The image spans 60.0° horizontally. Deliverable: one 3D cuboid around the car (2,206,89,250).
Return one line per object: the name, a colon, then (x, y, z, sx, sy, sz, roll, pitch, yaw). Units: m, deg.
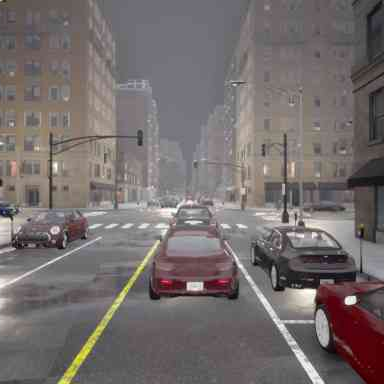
car: (-5.880, 1.445, 14.209, 1.967, 1.590, 4.097, 0, 0, 0)

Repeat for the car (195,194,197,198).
car: (2.240, 1.399, 69.186, 2.192, 1.841, 5.009, 0, 0, -1)

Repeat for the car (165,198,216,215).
car: (0.066, 1.358, 15.581, 2.097, 1.767, 4.553, 0, 0, 0)

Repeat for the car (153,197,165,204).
car: (-6.222, 1.613, 63.586, 1.887, 1.381, 4.507, 0, 0, -1)

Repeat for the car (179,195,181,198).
car: (-3.375, 1.618, 56.939, 1.994, 1.385, 4.181, 0, 0, -1)

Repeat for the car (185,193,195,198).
car: (-0.550, 1.342, 79.392, 2.150, 2.045, 5.566, 0, 0, -1)

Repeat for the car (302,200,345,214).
car: (14.634, 1.648, 37.153, 4.674, 1.442, 1.812, 0, 0, 1)

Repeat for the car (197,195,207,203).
car: (2.176, 1.541, 74.694, 1.967, 1.590, 4.097, 0, 0, -1)

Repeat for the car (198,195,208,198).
car: (2.431, 1.590, 52.666, 1.887, 1.381, 4.507, 0, 0, -1)

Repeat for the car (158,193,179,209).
car: (-3.119, 1.385, 44.976, 2.097, 1.767, 4.553, 0, 0, -2)

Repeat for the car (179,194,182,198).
car: (-3.432, 1.604, 67.257, 1.812, 1.442, 4.674, 0, 0, 0)

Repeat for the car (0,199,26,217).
car: (-18.032, 1.416, 30.187, 4.902, 1.511, 2.128, 0, 0, 0)

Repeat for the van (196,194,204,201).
van: (2.049, 1.481, 85.707, 1.690, 1.788, 3.998, 0, 0, -1)

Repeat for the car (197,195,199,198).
car: (2.367, 1.622, 58.172, 1.947, 1.339, 4.313, 0, 0, -1)

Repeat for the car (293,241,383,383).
car: (2.669, 1.545, 3.248, 1.887, 1.381, 4.507, 0, 0, 0)

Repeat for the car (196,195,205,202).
car: (2.112, 1.560, 80.199, 1.967, 1.590, 4.097, 0, 0, -1)

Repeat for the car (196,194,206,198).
car: (2.301, 1.595, 63.849, 1.752, 1.417, 4.829, 0, 0, -1)

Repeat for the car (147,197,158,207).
car: (-6.094, 1.596, 52.571, 2.008, 1.369, 4.403, 0, 0, -1)

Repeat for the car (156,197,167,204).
car: (-6.286, 1.665, 69.094, 1.802, 1.307, 4.206, 0, 0, -1)

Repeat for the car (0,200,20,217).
car: (-17.156, 1.123, 26.946, 5.566, 2.045, 2.150, 0, 0, 0)

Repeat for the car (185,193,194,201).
car: (-0.674, 1.383, 90.111, 2.150, 2.045, 5.566, 0, 0, -1)

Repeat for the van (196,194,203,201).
van: (1.985, 1.504, 91.214, 1.690, 1.788, 3.998, 0, 0, -1)

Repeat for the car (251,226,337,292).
car: (2.657, 1.553, 8.739, 2.008, 1.369, 4.403, 0, 0, 0)

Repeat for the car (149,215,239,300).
car: (0.018, 1.528, 8.277, 1.812, 1.442, 4.674, 0, 0, -1)

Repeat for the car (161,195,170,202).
car: (-6.412, 1.559, 80.110, 1.967, 1.590, 4.097, 0, 0, -1)
